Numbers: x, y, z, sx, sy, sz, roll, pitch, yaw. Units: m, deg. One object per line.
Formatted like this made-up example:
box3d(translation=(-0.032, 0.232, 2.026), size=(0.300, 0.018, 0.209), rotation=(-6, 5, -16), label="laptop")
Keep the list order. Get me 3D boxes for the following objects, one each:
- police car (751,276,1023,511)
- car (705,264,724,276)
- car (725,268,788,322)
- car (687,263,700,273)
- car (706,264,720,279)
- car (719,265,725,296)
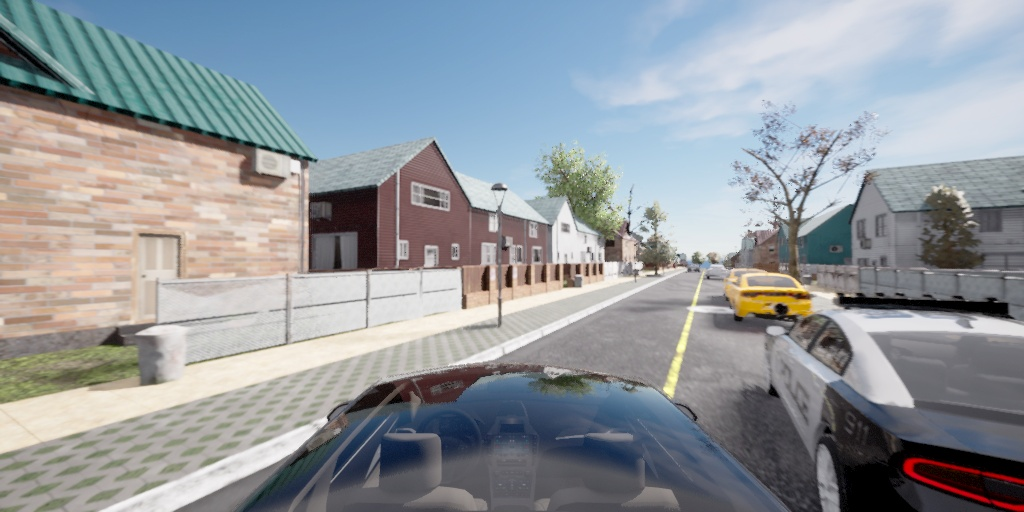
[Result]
box3d(translation=(3.813, 1.180, 3.484), size=(1.930, 1.638, 5.238), rotation=(0, -1, 29), label="police car")
box3d(translation=(26.678, 1.815, 47.308), size=(2.033, 1.411, 5.357), rotation=(0, -1, 29), label="car")
box3d(translation=(8.534, 1.306, 12.175), size=(1.882, 1.535, 5.008), rotation=(0, -1, 29), label="car")
box3d(translation=(29.500, 1.933, 58.266), size=(2.128, 1.511, 4.902), rotation=(0, -1, 29), label="car")
box3d(translation=(21.421, 1.649, 37.536), size=(1.812, 1.442, 4.674), rotation=(0, -1, 29), label="car")
box3d(translation=(11.398, 1.357, 17.448), size=(1.882, 1.535, 5.008), rotation=(0, -1, 29), label="car")
